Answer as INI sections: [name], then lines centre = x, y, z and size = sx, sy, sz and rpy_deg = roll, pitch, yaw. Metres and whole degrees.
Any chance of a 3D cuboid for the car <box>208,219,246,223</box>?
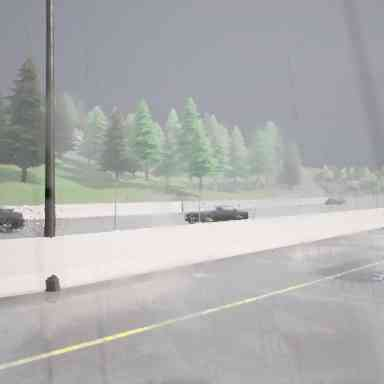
[car]
centre = 1.705, 1.601, 23.061
size = 4.718, 1.301, 1.895
rpy_deg = 0, 0, -40
